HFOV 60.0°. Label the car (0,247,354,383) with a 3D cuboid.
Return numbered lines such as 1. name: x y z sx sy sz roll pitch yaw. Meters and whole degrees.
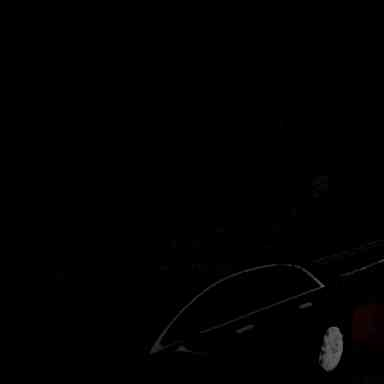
1. car: 0.021 1.500 3.860 4.892 1.490 1.837 0 0 -37
